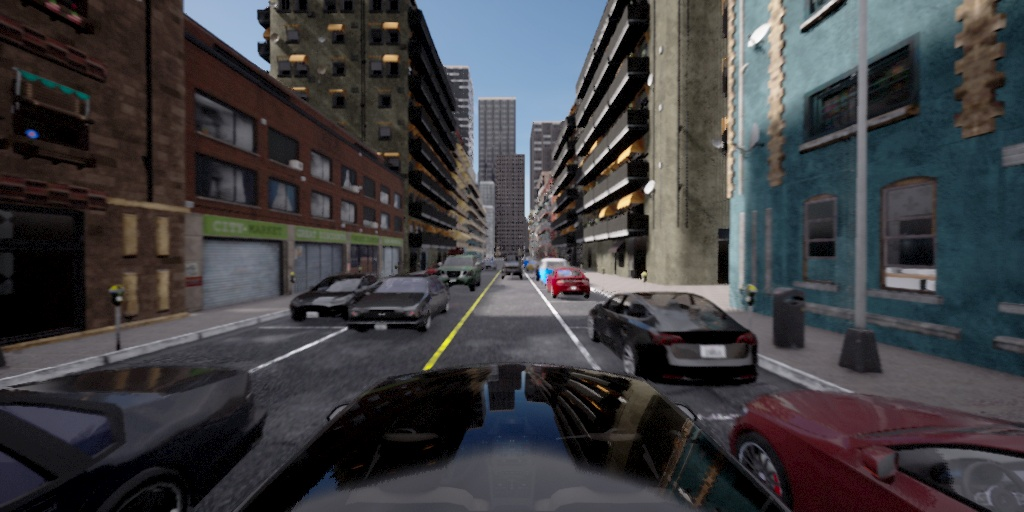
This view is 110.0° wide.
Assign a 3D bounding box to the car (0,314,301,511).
[{"bbox_3d":[-3.096,1.300,0.805,2.033,1.411,5.357,0,0,0],"label":"car"}]

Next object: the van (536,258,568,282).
[{"bbox_3d":[2.691,1.048,23.437,1.690,1.789,3.998,0,0,0],"label":"van"}]

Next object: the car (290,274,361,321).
[{"bbox_3d":[-5.691,1.294,12.403,1.948,1.339,4.313,0,0,0],"label":"car"}]

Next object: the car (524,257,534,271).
[{"bbox_3d":[2.693,1.194,45.700,1.751,1.417,4.829,0,0,0],"label":"car"}]

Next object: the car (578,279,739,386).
[{"bbox_3d":[2.690,1.305,6.867,1.948,1.339,4.313,0,0,0],"label":"car"}]

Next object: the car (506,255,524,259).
[{"bbox_3d":[0.062,0.890,46.929,2.150,2.045,5.566,0,0,1],"label":"car"}]

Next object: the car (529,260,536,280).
[{"bbox_3d":[2.692,1.263,28.960,1.948,1.339,4.313,0,0,0],"label":"car"}]

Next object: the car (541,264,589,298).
[{"bbox_3d":[2.691,1.263,17.913,1.888,1.381,4.507,0,0,0],"label":"car"}]

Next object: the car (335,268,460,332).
[{"bbox_3d":[-3.098,1.279,11.073,2.033,1.411,5.357,0,0,-1],"label":"car"}]

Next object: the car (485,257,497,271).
[{"bbox_3d":[-2.996,1.245,47.767,1.994,1.385,4.181,0,0,0],"label":"car"}]

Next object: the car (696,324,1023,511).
[{"bbox_3d":[2.689,1.333,1.343,1.802,1.307,4.207,0,0,0],"label":"car"}]

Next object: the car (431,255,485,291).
[{"bbox_3d":[-3.085,0.932,21.696,2.150,2.045,5.566,0,0,0],"label":"car"}]

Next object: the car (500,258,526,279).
[{"bbox_3d":[0.011,1.197,31.577,1.837,1.490,4.892,0,0,0],"label":"car"}]
